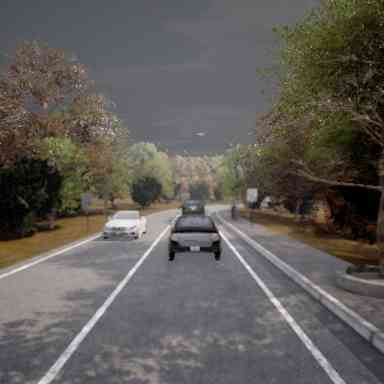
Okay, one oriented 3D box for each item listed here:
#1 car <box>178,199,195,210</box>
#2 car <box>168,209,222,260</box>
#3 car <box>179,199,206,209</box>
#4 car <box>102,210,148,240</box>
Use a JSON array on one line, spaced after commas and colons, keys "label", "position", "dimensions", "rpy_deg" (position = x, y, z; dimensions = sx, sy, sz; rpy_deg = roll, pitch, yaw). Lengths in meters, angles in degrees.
[{"label": "car", "position": [-0.938, 2.189, 58.909], "dimensions": [2.097, 1.767, 4.553], "rpy_deg": [1, -1, 11]}, {"label": "car", "position": [0.097, 1.638, 13.104], "dimensions": [2.128, 1.511, 4.902], "rpy_deg": [0, -1, 0]}, {"label": "car", "position": [0.166, 1.669, 32.588], "dimensions": [2.150, 2.045, 5.566], "rpy_deg": [0, -1, 1]}, {"label": "car", "position": [-3.595, 1.756, 18.551], "dimensions": [1.812, 1.442, 4.674], "rpy_deg": [0, -1, 0]}]
